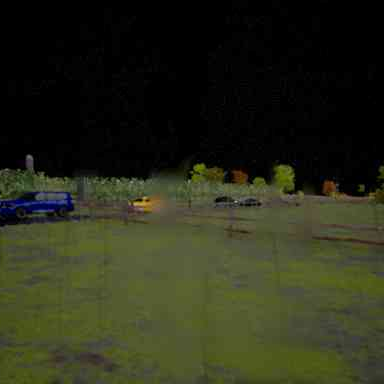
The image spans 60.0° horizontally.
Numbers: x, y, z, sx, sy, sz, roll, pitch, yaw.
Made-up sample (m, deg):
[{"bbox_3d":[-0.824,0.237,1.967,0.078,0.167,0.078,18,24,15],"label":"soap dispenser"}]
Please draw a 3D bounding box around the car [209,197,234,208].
[{"bbox_3d":[4.307,1.488,47.717,1.837,1.490,4.892,0,-1,36],"label":"car"}]

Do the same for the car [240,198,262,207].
[{"bbox_3d":[8.688,1.577,48.879,1.994,1.385,4.181,0,-1,36],"label":"car"}]

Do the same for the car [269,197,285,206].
[{"bbox_3d":[14.363,1.630,56.834,1.812,1.442,4.674,0,-1,36],"label":"car"}]

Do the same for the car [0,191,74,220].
[{"bbox_3d":[-11.803,0.967,25.456,2.150,2.045,5.566,0,0,36],"label":"car"}]

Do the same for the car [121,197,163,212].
[{"bbox_3d":[-5.113,1.318,34.728,1.882,1.535,5.008,0,0,36],"label":"car"}]
